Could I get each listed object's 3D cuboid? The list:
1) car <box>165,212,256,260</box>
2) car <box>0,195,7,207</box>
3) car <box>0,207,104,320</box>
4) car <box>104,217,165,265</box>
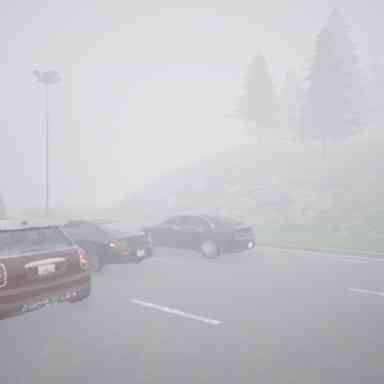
[{"bbox_3d":[-0.015,1.508,12.567,4.892,1.490,1.837,1,0,36],"label":"car"},{"bbox_3d":[-16.317,1.225,26.586,2.150,2.045,5.566,0,0,-38],"label":"car"},{"bbox_3d":[-4.222,1.352,6.970,4.553,1.767,2.097,0,0,36],"label":"car"},{"bbox_3d":[-3.301,1.527,10.620,4.674,1.442,1.812,0,0,36],"label":"car"}]
